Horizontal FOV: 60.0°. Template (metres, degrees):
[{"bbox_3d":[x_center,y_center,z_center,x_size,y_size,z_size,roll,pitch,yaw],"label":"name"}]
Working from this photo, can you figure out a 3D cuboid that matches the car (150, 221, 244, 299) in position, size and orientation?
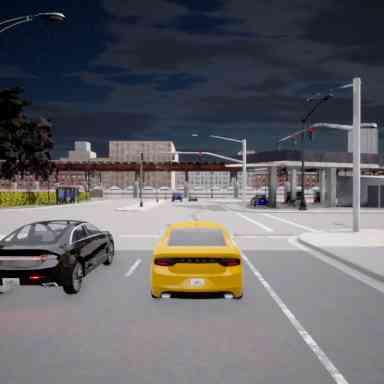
[{"bbox_3d":[0.111,1.468,8.481,1.882,1.535,5.008,0,0,0],"label":"car"}]

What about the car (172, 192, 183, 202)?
[{"bbox_3d":[-3.243,1.122,74.060,2.150,2.045,5.566,0,0,0],"label":"car"}]

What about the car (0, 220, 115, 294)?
[{"bbox_3d":[-3.387,1.474,8.702,2.128,1.511,4.902,0,0,0],"label":"car"}]

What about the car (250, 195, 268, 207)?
[{"bbox_3d":[9.880,1.254,48.740,2.242,1.667,4.611,0,0,1],"label":"car"}]

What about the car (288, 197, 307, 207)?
[{"bbox_3d":[15.627,1.426,49.483,1.970,1.475,3.806,0,0,1],"label":"car"}]

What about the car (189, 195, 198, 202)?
[{"bbox_3d":[0.254,1.446,73.449,1.994,1.385,4.181,0,0,0],"label":"car"}]
